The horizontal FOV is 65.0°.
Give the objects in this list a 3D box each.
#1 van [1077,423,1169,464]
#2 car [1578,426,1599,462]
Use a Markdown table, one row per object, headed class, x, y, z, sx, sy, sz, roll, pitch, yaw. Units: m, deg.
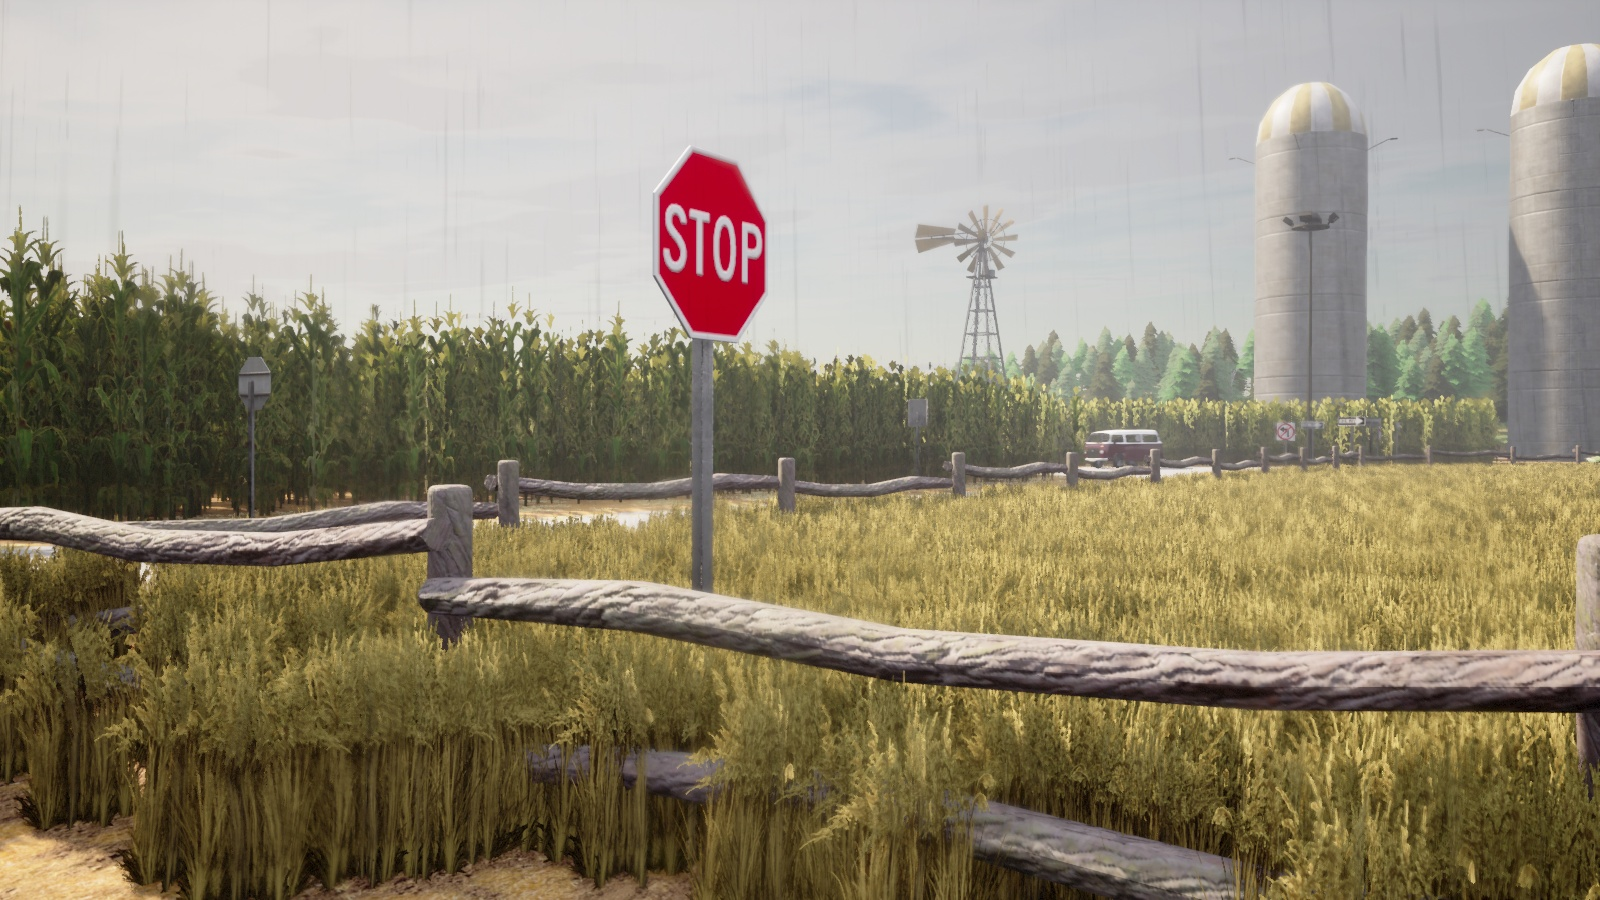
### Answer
| class | x | y | z | sx | sy | sz | roll | pitch | yaw |
| --- | --- | --- | --- | --- | --- | --- | --- | --- | --- |
| van | 16.825 | -0.349 | 65.382 | 4.480 | 2.038 | 2.069 | -1 | 0 | -32 |
| car | 35.648 | -0.294 | 53.011 | 4.514 | 1.525 | 2.007 | 0 | 1 | 39 |
